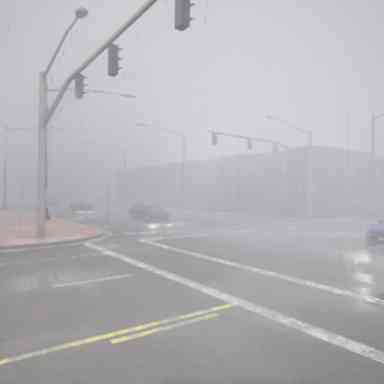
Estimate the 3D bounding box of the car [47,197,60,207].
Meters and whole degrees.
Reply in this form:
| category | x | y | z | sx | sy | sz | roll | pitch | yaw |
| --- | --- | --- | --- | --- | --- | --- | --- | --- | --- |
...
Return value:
| category | x | y | z | sx | sy | sz | roll | pitch | yaw |
| --- | --- | --- | --- | --- | --- | --- | --- | --- | --- |
| car | -23.903 | 1.617 | 56.200 | 2.033 | 1.411 | 5.357 | 1 | -1 | -36 |

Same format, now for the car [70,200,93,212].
| category | x | y | z | sx | sy | sz | roll | pitch | yaw |
| --- | --- | --- | --- | --- | --- | --- | --- | --- | --- |
| car | -14.088 | 1.722 | 42.371 | 1.994 | 1.385 | 4.181 | 1 | 0 | -36 |

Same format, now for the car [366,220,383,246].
| category | x | y | z | sx | sy | sz | roll | pitch | yaw |
| --- | --- | --- | --- | --- | --- | --- | --- | --- | --- |
| car | 9.931 | 1.715 | 15.254 | 5.008 | 1.535 | 1.882 | 1 | 0 | -35 |

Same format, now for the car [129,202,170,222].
| category | x | y | z | sx | sy | sz | roll | pitch | yaw |
| --- | --- | --- | --- | --- | --- | --- | --- | --- | --- |
| car | -3.662 | 1.661 | 27.849 | 1.837 | 1.490 | 4.892 | 1 | 1 | -36 |
